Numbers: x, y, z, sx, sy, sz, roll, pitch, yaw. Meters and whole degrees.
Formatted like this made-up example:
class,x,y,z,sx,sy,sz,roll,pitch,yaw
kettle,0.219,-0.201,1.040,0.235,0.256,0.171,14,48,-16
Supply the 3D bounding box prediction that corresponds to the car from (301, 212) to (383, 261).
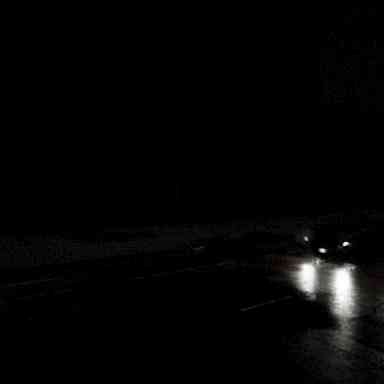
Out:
class,x,y,z,sx,sy,sz,roll,pitch,yaw
car,6.348,1.475,12.218,5.357,1.411,2.033,0,0,-36
